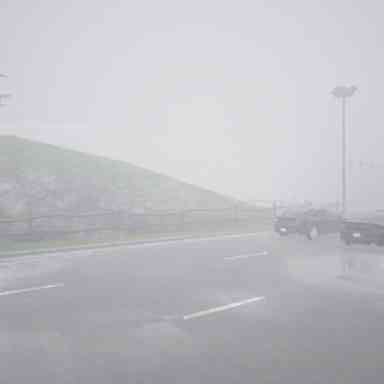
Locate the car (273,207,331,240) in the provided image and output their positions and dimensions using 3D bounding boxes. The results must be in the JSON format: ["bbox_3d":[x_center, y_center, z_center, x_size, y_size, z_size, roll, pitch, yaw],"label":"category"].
[{"bbox_3d":[6.236,1.515,16.916,4.892,1.490,1.837,0,0,-35],"label":"car"}]

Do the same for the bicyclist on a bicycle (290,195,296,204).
[{"bbox_3d":[18.269,1.313,60.019,0.582,1.620,1.656,0,0,34],"label":"bicyclist on a bicycle"}]

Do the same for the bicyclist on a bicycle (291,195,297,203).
[{"bbox_3d":[18.639,1.300,59.770,0.582,1.620,1.656,0,0,34],"label":"bicyclist on a bicycle"}]

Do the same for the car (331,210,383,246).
[{"bbox_3d":[8.269,1.484,14.066,5.008,1.535,1.882,0,0,-35],"label":"car"}]
